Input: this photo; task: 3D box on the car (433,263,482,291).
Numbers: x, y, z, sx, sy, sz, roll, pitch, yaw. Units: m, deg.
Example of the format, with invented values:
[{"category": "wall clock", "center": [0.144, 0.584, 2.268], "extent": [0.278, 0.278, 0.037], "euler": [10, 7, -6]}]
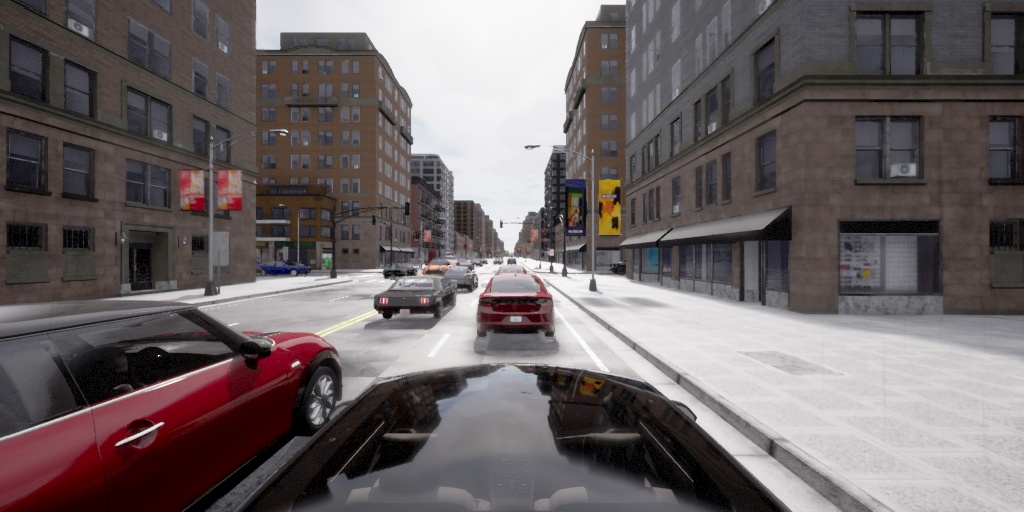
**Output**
[{"category": "car", "center": [-3.156, 1.313, 21.542], "extent": [1.994, 1.385, 4.181], "euler": [0, 0, 0]}]

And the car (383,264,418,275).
[{"category": "car", "center": [-9.857, 1.338, 31.898], "extent": [1.895, 1.301, 4.718], "euler": [0, 0, 0]}]

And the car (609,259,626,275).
[{"category": "car", "center": [13.365, 1.009, 38.784], "extent": [5.566, 2.045, 2.150], "euler": [0, 0, 0]}]

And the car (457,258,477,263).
[{"category": "car", "center": [-6.608, 1.309, 51.442], "extent": [1.994, 1.385, 4.181], "euler": [0, 0, 0]}]

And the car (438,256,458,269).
[{"category": "car", "center": [-9.855, 0.964, 55.761], "extent": [2.150, 2.045, 5.566], "euler": [0, 0, 0]}]

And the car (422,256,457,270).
[{"category": "car", "center": [-6.605, 1.094, 32.283], "extent": [2.097, 1.767, 4.553], "euler": [0, 0, 0]}]

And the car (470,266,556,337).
[{"category": "car", "center": [0.099, 1.228, 10.310], "extent": [1.882, 1.535, 5.008], "euler": [0, 0, 0]}]

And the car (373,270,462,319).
[{"category": "car", "center": [-3.153, 1.351, 12.785], "extent": [1.895, 1.301, 4.718], "euler": [0, 0, 0]}]

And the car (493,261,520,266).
[{"category": "car", "center": [-0.004, 1.227, 19.881], "extent": [1.882, 1.535, 5.008], "euler": [0, 0, 0]}]

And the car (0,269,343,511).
[{"category": "car", "center": [-3.152, 1.102, 2.626], "extent": [2.097, 1.767, 4.553], "euler": [0, 0, 0]}]

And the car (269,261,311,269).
[{"category": "car", "center": [-22.755, 1.219, 35.655], "extent": [5.008, 1.535, 1.882], "euler": [0, 0, 0]}]

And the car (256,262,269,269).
[{"category": "car", "center": [-25.424, 1.170, 33.129], "extent": [4.097, 1.591, 1.967], "euler": [0, 0, 0]}]
